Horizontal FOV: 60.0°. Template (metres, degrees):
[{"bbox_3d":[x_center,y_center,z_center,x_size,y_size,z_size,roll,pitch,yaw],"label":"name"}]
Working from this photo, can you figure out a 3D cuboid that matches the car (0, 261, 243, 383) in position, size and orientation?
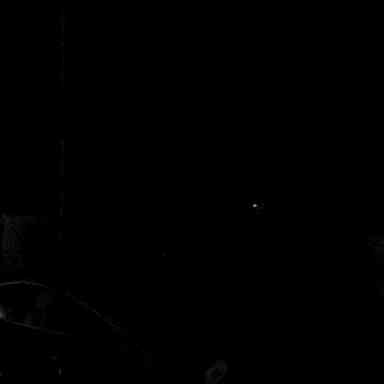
[{"bbox_3d":[-1.486,1.542,4.023,4.313,1.339,1.947,0,0,35],"label":"car"}]
